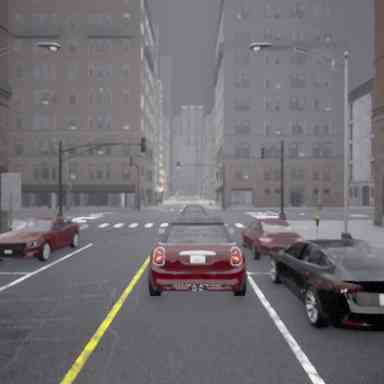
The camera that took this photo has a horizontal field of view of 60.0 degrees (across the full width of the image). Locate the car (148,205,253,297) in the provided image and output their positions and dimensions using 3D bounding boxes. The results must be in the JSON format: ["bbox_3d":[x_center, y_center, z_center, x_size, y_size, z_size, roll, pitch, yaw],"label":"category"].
[{"bbox_3d":[0.119,1.399,8.876,2.097,1.767,4.553,0,0,0],"label":"car"}]

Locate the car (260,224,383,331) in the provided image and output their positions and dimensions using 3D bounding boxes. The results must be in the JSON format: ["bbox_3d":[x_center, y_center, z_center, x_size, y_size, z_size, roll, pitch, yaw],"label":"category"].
[{"bbox_3d":[2.882,1.603,6.884,1.947,1.339,4.313,-1,0,0],"label":"car"}]

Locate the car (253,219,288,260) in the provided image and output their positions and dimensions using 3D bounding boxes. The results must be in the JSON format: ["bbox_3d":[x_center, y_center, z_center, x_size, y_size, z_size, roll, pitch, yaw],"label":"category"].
[{"bbox_3d":[2.895,1.647,12.470,1.802,1.307,4.206,-1,0,0],"label":"car"}]

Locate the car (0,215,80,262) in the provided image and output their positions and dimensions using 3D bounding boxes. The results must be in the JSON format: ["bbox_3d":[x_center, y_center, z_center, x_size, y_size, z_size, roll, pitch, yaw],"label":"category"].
[{"bbox_3d":[-5.651,1.610,12.487,1.887,1.381,4.507,-1,0,0],"label":"car"}]

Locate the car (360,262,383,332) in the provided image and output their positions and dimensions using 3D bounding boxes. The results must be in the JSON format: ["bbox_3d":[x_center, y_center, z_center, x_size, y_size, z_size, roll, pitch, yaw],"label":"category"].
[{"bbox_3d":[2.868,1.534,1.468,1.752,1.417,4.829,-1,0,0],"label":"car"}]

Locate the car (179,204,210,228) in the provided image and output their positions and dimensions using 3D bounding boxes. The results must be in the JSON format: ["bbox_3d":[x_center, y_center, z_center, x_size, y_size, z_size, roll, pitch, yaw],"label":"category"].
[{"bbox_3d":[0.149,1.674,24.327,2.033,1.411,5.357,0,0,0],"label":"car"}]
